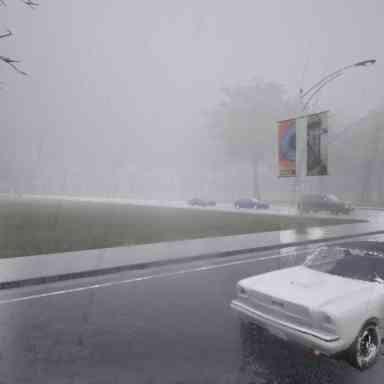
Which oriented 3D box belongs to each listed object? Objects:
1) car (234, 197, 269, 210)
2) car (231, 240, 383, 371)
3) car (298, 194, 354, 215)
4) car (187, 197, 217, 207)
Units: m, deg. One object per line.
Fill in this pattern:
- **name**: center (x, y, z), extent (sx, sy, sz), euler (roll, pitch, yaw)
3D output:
- **car**: center (7.507, 1.442, 42.223), extent (1.882, 1.535, 5.008), euler (0, 0, -36)
- **car**: center (2.950, 1.603, 5.796), extent (4.718, 1.301, 1.895), euler (0, 0, -36)
- **car**: center (13.518, 1.222, 33.988), extent (2.150, 2.045, 5.566), euler (0, 0, -36)
- **car**: center (1.424, 1.481, 50.569), extent (2.033, 1.411, 5.357), euler (0, 0, -36)
